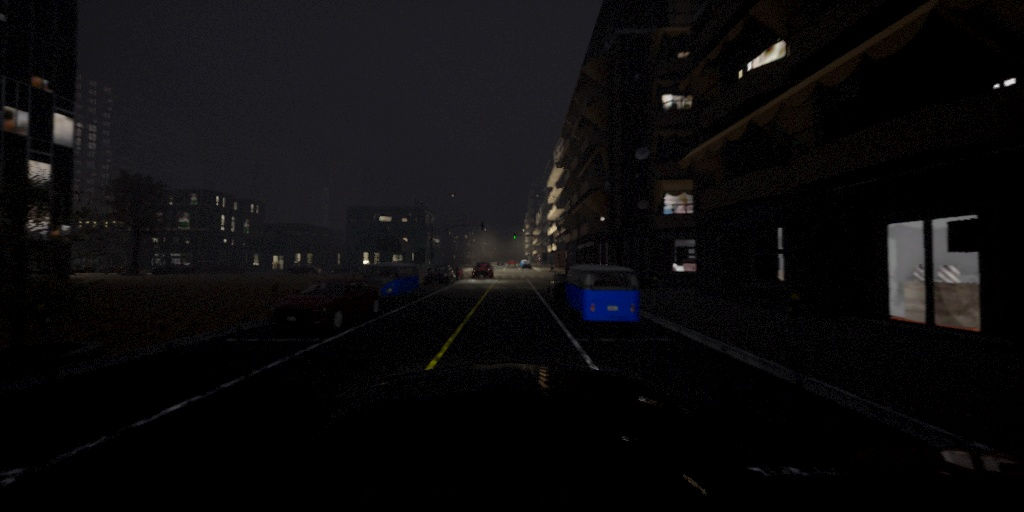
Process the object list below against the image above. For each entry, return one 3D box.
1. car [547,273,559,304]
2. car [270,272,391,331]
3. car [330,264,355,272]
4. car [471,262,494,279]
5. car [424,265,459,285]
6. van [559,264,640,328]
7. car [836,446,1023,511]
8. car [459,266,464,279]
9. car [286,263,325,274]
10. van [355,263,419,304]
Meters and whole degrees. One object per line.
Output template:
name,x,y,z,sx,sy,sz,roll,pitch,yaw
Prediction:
car,2.690,1.455,17.107,1.948,1.339,4.313,0,0,0
car,-5.657,1.384,11.428,1.888,1.381,4.507,0,0,0
car,-25.199,1.948,54.390,4.313,1.339,1.948,0,0,1
car,-3.003,1.420,37.551,2.097,1.767,4.553,0,0,0
car,-5.658,1.428,28.365,1.967,1.591,4.097,0,0,0
van,2.691,1.180,11.462,1.690,1.789,3.998,0,0,0
car,2.691,1.281,0.170,1.888,1.381,4.507,0,0,0
car,-5.659,1.582,34.011,1.888,1.381,4.507,0,0,0
car,-26.376,1.628,45.769,4.097,1.591,1.967,0,0,1
van,-5.658,1.230,17.074,1.690,1.789,3.998,0,0,0
